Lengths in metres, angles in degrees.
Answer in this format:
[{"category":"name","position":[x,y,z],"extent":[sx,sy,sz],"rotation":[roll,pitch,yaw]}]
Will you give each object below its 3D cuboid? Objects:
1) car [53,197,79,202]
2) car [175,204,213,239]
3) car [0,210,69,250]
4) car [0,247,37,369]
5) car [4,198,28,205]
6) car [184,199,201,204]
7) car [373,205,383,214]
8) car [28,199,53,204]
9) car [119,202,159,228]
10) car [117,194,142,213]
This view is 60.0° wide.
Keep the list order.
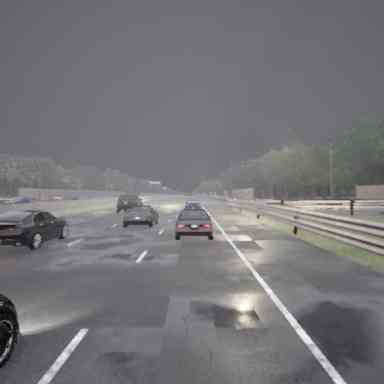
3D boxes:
[{"category":"car","position":[-17.504,1.455,47.535],"extent":[2.097,1.767,4.553],"rotation":[0,0,0]},{"category":"car","position":[0.101,1.565,17.257],"extent":[2.033,1.411,5.357],"rotation":[0,0,0]},{"category":"car","position":[-6.900,1.518,14.268],"extent":[1.837,1.490,4.892],"rotation":[0,0,0]},{"category":"car","position":[-3.400,1.566,2.982],"extent":[1.994,1.385,4.181],"rotation":[0,0,0]},{"category":"car","position":[-24.508,1.581,47.084],"extent":[1.882,1.535,5.008],"rotation":[0,-1,0]},{"category":"car","position":[0.102,1.597,39.098],"extent":[1.812,1.442,4.674],"rotation":[0,0,0]},{"category":"car","position":[19.562,1.506,31.547],"extent":[1.895,1.301,4.718],"rotation":[0,-2,-20]},{"category":"car","position":[-21.001,1.706,47.641],"extent":[1.895,1.301,4.718],"rotation":[0,0,0]},{"category":"car","position":[-3.399,1.590,22.708],"extent":[1.994,1.385,4.181],"rotation":[0,0,0]},{"category":"car","position":[-6.899,1.287,37.281],"extent":[2.150,2.045,5.566],"rotation":[0,0,0]}]
